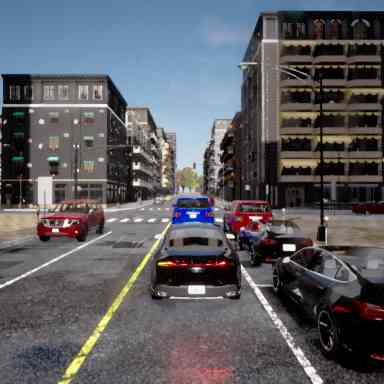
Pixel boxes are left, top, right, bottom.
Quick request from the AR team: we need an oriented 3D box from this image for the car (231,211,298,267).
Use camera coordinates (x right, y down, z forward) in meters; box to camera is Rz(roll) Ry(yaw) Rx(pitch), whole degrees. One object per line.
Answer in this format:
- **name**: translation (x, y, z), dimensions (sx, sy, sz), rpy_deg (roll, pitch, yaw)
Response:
- **car**: translation (2.669, 1.570, 11.234), dimensions (1.947, 1.339, 4.313), rpy_deg (1, 0, 0)

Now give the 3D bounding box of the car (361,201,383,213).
- **car**: translation (22.670, 1.742, 39.488), dimensions (4.313, 1.339, 1.947), rpy_deg (0, -1, 0)

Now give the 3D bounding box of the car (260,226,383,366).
- **car**: translation (2.687, 1.568, 5.795), dimensions (1.947, 1.339, 4.313), rpy_deg (1, 0, 0)

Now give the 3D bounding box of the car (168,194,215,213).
- **car**: translation (0.042, 1.228, 18.304), dimensions (2.150, 2.045, 5.566), rpy_deg (0, 0, 0)

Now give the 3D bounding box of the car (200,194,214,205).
- **car**: translation (2.633, 1.341, 60.445), dimensions (2.192, 1.841, 5.009), rpy_deg (1, 0, 0)

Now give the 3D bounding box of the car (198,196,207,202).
- **car**: translation (2.452, 1.600, 77.529), dimensions (1.947, 1.339, 4.313), rpy_deg (1, 0, 0)

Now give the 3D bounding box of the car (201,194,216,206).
- **car**: translation (2.660, 1.338, 54.744), dimensions (2.192, 1.841, 5.009), rpy_deg (1, 0, 0)

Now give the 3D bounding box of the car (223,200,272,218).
- **car**: translation (2.729, 1.321, 16.670), dimensions (2.192, 1.841, 5.009), rpy_deg (1, 0, 0)

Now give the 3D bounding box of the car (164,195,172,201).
- **car**: translation (-5.946, 1.562, 82.966), dimensions (1.752, 1.417, 4.829), rpy_deg (1, 0, 0)

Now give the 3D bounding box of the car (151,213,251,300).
- **car**: translation (0.076, 1.508, 8.388), dimensions (1.837, 1.490, 4.892), rpy_deg (0, 0, 0)

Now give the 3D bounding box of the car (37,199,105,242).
- **car**: translation (-5.798, 1.321, 16.636), dimensions (2.192, 1.841, 5.009), rpy_deg (1, 0, 0)

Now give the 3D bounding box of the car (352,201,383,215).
- **car**: translation (17.183, 1.580, 31.079), dimensions (4.206, 1.307, 1.802), rpy_deg (0, -1, 0)

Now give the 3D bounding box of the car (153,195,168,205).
- **car**: translation (-5.995, 1.577, 60.352), dimensions (2.008, 1.369, 4.403), rpy_deg (1, 0, 0)
